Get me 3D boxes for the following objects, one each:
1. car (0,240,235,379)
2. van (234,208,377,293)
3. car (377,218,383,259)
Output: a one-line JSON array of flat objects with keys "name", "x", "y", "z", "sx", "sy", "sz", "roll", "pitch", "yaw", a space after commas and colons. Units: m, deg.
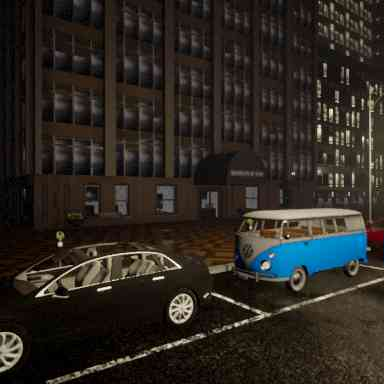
[{"name": "car", "x": -1.659, "y": 1.551, "z": 5.377, "sx": 4.403, "sy": 1.369, "sz": 2.008, "roll": 0, "pitch": 0, "yaw": -35}, {"name": "van", "x": 2.843, "y": 1.341, "z": 8.574, "sx": 3.998, "sy": 1.788, "sz": 1.690, "roll": 0, "pitch": 0, "yaw": -35}, {"name": "car", "x": 7.348, "y": 1.545, "z": 11.771, "sx": 4.507, "sy": 1.381, "sz": 1.887, "roll": 0, "pitch": 0, "yaw": -35}]
